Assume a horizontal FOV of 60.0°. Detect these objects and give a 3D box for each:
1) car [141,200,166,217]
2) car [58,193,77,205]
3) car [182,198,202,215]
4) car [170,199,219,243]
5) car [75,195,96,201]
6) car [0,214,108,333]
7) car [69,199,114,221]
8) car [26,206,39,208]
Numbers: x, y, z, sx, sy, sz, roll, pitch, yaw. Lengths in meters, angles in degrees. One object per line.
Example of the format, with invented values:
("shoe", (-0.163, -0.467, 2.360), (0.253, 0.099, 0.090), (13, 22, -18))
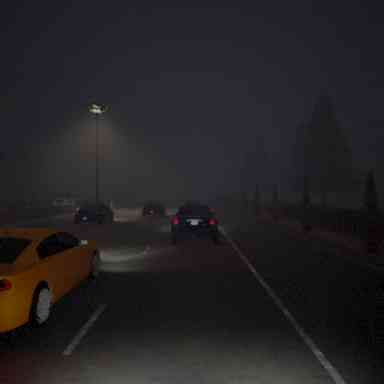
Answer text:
("car", (-3.496, 1.493, 30.768), (1.812, 1.442, 4.674), (0, 0, -1))
("car", (-18.111, 1.167, 48.174), (2.150, 2.045, 5.566), (0, 0, -1))
("car", (-0.075, 1.441, 34.804), (1.882, 1.535, 5.008), (0, 0, -1))
("car", (0.105, 1.335, 16.195), (2.097, 1.767, 4.553), (0, 0, 0))
("car", (-14.603, 1.441, 47.844), (2.128, 1.511, 4.902), (0, 0, -1))
("car", (-3.397, 1.470, 6.932), (1.882, 1.535, 5.008), (0, 0, 0))
("car", (-6.905, 1.501, 23.709), (1.812, 1.442, 4.674), (0, 0, 0))
("car", (-21.485, 1.557, 43.121), (1.895, 1.301, 4.718), (0, 0, -1))
